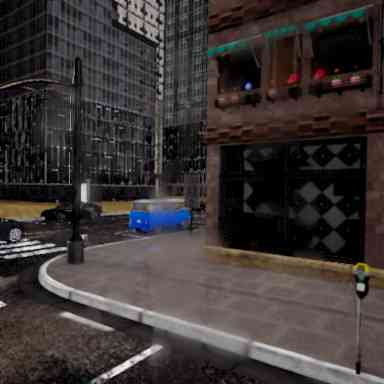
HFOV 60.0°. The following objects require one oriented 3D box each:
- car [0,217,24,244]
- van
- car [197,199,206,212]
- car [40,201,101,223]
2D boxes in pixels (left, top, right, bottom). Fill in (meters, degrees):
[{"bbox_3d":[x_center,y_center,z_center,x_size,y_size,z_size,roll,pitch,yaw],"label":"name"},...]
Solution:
[{"bbox_3d":[-8.449,1.438,12.575,1.837,1.490,4.892,-2,0,8],"label":"car"},{"bbox_3d":[-1.695,1.294,18.822,1.690,1.788,3.998,2,1,35],"label":"van"},{"bbox_3d":[1.870,1.368,33.828,1.994,1.385,4.181,1,1,35],"label":"car"},{"bbox_3d":[-8.527,1.342,23.682,1.947,1.339,4.313,2,1,35],"label":"car"}]
